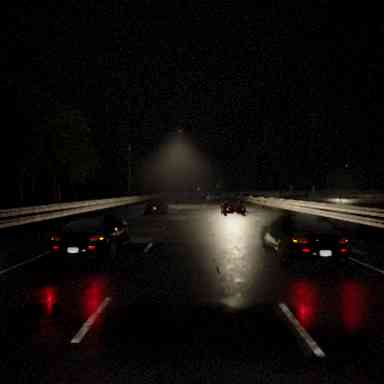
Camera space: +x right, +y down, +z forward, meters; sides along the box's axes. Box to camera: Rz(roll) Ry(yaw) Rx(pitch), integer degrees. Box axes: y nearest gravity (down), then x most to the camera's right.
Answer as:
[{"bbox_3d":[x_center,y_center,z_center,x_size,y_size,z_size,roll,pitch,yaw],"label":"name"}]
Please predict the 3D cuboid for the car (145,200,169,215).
[{"bbox_3d":[-3.338,1.436,31.908,1.994,1.385,4.181,0,0,0],"label":"car"}]

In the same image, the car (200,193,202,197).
[{"bbox_3d":[3.670,1.041,85.945,2.033,1.649,4.856,0,0,0],"label":"car"}]

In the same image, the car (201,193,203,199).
[{"bbox_3d":[3.648,1.183,74.946,1.837,1.490,4.892,0,0,0],"label":"car"}]

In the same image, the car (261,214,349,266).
[{"bbox_3d":[3.621,1.479,11.301,1.812,1.442,4.674,0,0,0],"label":"car"}]

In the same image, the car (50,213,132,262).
[{"bbox_3d":[-3.378,1.478,11.760,1.812,1.442,4.674,0,0,0],"label":"car"}]

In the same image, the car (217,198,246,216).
[{"bbox_3d":[3.658,1.478,30.319,1.895,1.301,4.718,0,0,0],"label":"car"}]

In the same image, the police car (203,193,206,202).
[{"bbox_3d":[3.627,1.242,63.947,2.038,1.542,4.974,0,0,0],"label":"police car"}]

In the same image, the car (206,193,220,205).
[{"bbox_3d":[3.605,1.291,52.947,1.837,1.490,4.892,0,0,0],"label":"car"}]
